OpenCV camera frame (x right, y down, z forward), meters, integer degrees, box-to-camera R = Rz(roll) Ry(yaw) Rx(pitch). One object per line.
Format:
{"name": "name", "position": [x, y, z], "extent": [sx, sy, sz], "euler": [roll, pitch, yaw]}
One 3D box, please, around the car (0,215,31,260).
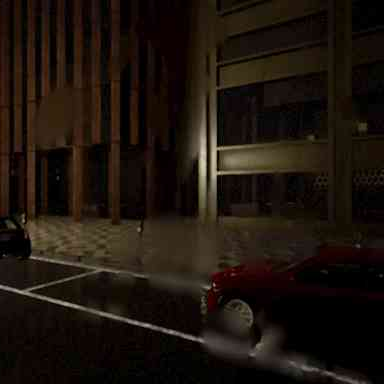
{"name": "car", "position": [-7.293, 1.448, 11.076], "extent": [4.097, 1.590, 1.967], "euler": [0, 0, 31]}

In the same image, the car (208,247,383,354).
{"name": "car", "position": [2.394, 1.547, 5.153], "extent": [4.507, 1.381, 1.887], "euler": [0, 0, 31]}
